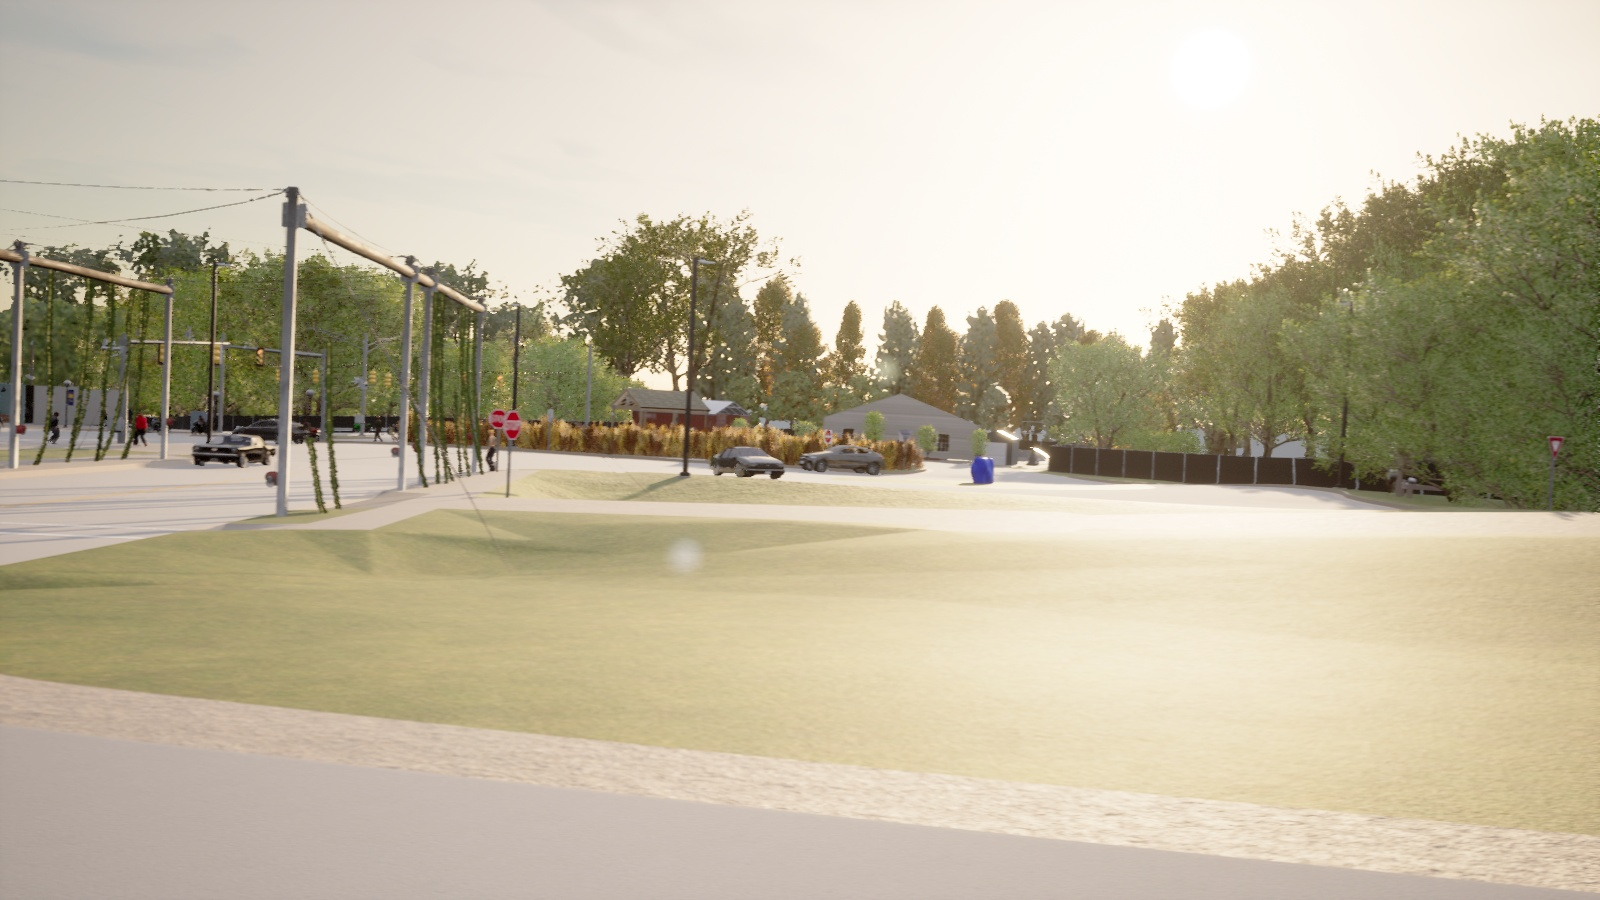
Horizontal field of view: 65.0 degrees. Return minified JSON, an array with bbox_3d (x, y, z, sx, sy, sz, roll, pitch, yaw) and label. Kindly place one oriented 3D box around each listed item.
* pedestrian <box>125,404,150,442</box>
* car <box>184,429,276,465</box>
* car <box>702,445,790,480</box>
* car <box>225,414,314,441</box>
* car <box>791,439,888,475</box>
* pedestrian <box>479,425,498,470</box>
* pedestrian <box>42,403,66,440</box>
[{"bbox_3d":[-33.665,-1.381,63.813,0.899,1.844,0.634,5,2,28],"label":"pedestrian"},{"bbox_3d":[-23.370,-0.158,51.688,1.895,1.301,4.718,3,1,-5],"label":"car"},{"bbox_3d":[-2.510,0.542,56.559,2.033,1.411,5.357,2,0,-25],"label":"car"},{"bbox_3d":[-31.930,-1.355,75.626,4.892,1.490,1.837,2,2,18],"label":"car"},{"bbox_3d":[2.274,0.392,72.186,5.027,1.651,2.152,4,1,-23],"label":"car"},{"bbox_3d":[-13.297,-0.110,53.549,0.594,1.836,0.345,4,2,13],"label":"pedestrian"},{"bbox_3d":[-39.560,-1.527,66.585,0.849,1.883,0.563,3,2,-5],"label":"pedestrian"}]
